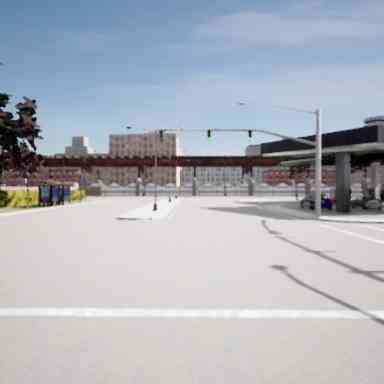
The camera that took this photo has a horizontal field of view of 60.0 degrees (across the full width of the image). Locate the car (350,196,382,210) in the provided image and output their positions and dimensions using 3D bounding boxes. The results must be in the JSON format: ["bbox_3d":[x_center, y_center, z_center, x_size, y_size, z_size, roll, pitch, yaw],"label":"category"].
[{"bbox_3d":[18.951,1.159,36.421,1.970,1.475,3.806,0,0,0],"label":"car"}]

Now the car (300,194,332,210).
[{"bbox_3d":[13.206,1.004,35.656,2.242,1.667,4.611,0,0,0],"label":"car"}]
